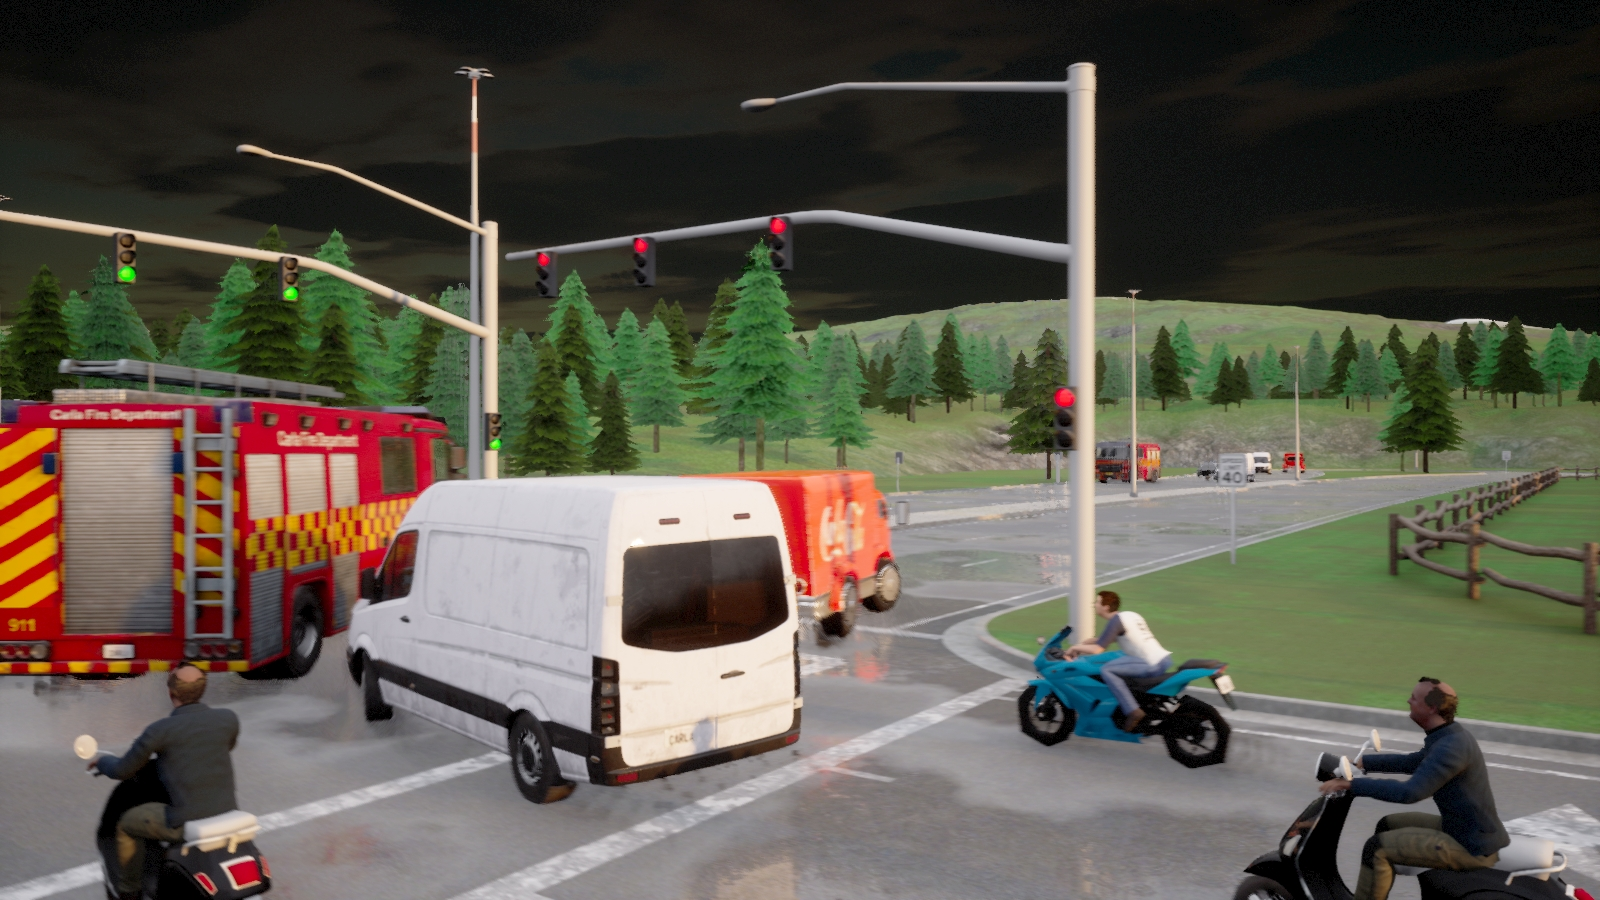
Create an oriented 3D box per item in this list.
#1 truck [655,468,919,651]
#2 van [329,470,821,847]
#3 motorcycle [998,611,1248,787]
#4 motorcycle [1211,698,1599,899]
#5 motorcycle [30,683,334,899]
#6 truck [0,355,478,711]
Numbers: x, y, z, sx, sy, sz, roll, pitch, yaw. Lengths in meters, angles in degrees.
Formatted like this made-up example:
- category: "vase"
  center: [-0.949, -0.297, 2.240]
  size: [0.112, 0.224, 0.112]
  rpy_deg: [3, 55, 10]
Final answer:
- category: "truck"
  center: [0.014, 1.572, 18.745]
  size: [2.627, 2.467, 5.204]
  rpy_deg: [-1, 0, 20]
- category: "van"
  center: [-2.517, 1.537, 11.028]
  size: [1.988, 2.561, 5.915]
  rpy_deg: [-1, 1, -40]
- category: "motorcycle"
  center: [2.902, 2.188, 10.372]
  size: [2.033, 1.199, 0.803]
  rpy_deg: [0, 0, 36]
- category: "motorcycle"
  center: [3.198, 2.143, 5.985]
  size: [1.805, 1.316, 0.856]
  rpy_deg: [0, -1, 36]
- category: "motorcycle"
  center: [-3.500, 2.145, 6.415]
  size: [1.805, 1.316, 0.856]
  rpy_deg: [0, 0, 38]
- category: "truck"
  center: [-7.271, 0.896, 16.592]
  size: [2.891, 3.827, 8.468]
  rpy_deg: [0, 0, -1]
